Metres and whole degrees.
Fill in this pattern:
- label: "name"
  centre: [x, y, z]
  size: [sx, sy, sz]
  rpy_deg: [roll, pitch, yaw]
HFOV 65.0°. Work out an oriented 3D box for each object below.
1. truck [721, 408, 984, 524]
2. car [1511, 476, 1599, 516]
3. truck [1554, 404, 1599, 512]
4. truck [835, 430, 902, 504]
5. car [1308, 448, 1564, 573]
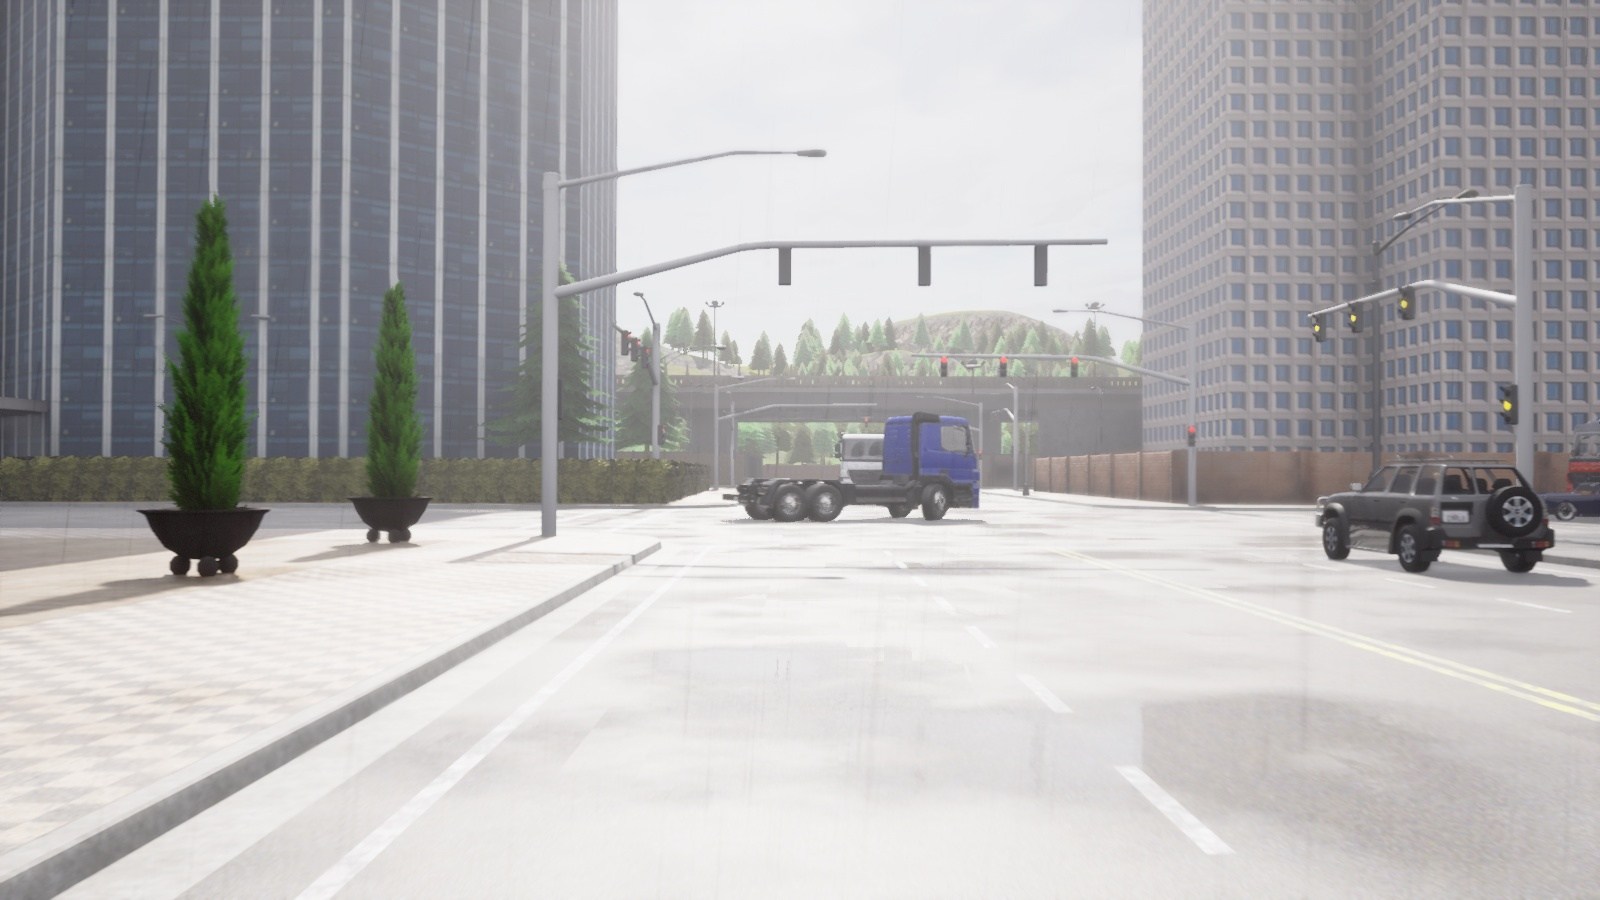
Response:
- label: "truck"
  centre: [1.703, 0.499, 40.200]
  size: [7.936, 3.462, 2.891]
  rpy_deg: [0, -1, -23]
- label: "car"
  centre: [26.792, 1.515, 42.209]
  size: [4.718, 1.301, 1.895]
  rpy_deg: [0, -1, 0]
- label: "truck"
  centre: [32.572, 0.285, 45.692]
  size: [8.468, 3.827, 2.891]
  rpy_deg: [0, -1, 0]
- label: "truck"
  centre: [3.343, 0.875, 63.049]
  size: [2.891, 3.462, 7.936]
  rpy_deg: [0, -1, 0]
- label: "car"
  centre: [10.447, 0.943, 21.090]
  size: [1.932, 1.855, 4.605]
  rpy_deg: [0, -1, 0]
